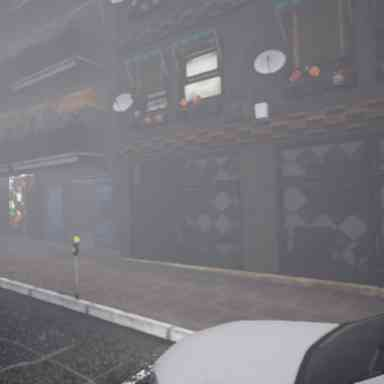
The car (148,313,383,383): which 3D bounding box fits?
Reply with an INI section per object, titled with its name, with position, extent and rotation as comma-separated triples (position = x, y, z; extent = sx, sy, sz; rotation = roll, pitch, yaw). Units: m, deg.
[car]
position = 1.741, 1.521, 2.045
extent = 4.674, 1.442, 1.812
rotation = -1, -1, 35
